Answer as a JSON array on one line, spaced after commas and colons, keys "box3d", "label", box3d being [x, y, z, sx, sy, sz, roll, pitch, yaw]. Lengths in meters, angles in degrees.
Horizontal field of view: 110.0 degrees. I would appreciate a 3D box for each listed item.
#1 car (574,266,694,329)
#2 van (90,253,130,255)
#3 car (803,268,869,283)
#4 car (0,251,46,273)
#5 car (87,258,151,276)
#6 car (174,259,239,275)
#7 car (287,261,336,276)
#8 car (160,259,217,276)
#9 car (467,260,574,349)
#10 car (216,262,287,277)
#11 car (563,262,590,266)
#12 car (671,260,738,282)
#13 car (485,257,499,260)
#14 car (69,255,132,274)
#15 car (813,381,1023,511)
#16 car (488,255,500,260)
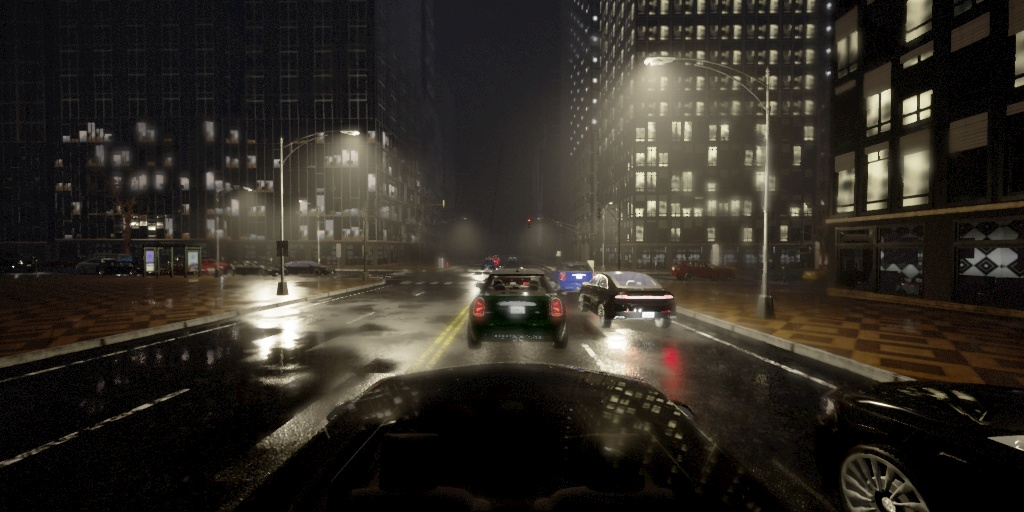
[{"box3d": [3.364, 1.237, 11.273, 2.128, 1.511, 4.902, 0, 0, 0], "label": "car"}, {"box3d": [-45.233, 0.604, 40.344, 3.998, 1.789, 1.690, 0, 0, 1], "label": "van"}, {"box3d": [27.682, 1.579, 30.550, 4.829, 1.417, 1.751, 0, 0, 1], "label": "car"}, {"box3d": [-49.577, 0.538, 34.683, 5.566, 2.045, 2.150, 1, 1, -1], "label": "car"}, {"box3d": [-34.054, 1.069, 31.668, 4.313, 1.339, 1.948, 0, 0, 1], "label": "car"}, {"box3d": [-29.068, 1.031, 34.190, 4.674, 1.442, 1.812, 1, 1, 1], "label": "car"}, {"box3d": [-19.662, 1.139, 33.972, 5.357, 1.411, 2.033, 0, 1, 0], "label": "car"}, {"box3d": [-28.374, 1.138, 31.486, 4.207, 1.307, 1.802, 0, 0, 1], "label": "car"}, {"box3d": [0.111, 1.099, 9.300, 2.097, 1.767, 4.553, 0, 0, 0], "label": "car"}, {"box3d": [-22.690, 1.173, 31.345, 4.313, 1.339, 1.948, 0, 0, 1], "label": "car"}, {"box3d": [3.376, 1.092, 20.115, 2.097, 1.767, 4.553, 0, 0, 0], "label": "car"}, {"box3d": [16.234, 1.269, 30.763, 5.009, 1.841, 2.192, 0, 0, 1], "label": "car"}, {"box3d": [-3.277, 1.241, 50.801, 1.812, 1.442, 4.674, 0, 0, 0], "label": "car"}, {"box3d": [-38.922, 0.942, 34.410, 4.674, 1.442, 1.812, 1, 1, 2], "label": "car"}, {"box3d": [3.344, 1.242, 0.881, 2.128, 1.511, 4.902, 0, 0, 0], "label": "car"}, {"box3d": [-3.246, 0.925, 61.025, 2.150, 2.045, 5.566, 0, 0, 0], "label": "car"}]
